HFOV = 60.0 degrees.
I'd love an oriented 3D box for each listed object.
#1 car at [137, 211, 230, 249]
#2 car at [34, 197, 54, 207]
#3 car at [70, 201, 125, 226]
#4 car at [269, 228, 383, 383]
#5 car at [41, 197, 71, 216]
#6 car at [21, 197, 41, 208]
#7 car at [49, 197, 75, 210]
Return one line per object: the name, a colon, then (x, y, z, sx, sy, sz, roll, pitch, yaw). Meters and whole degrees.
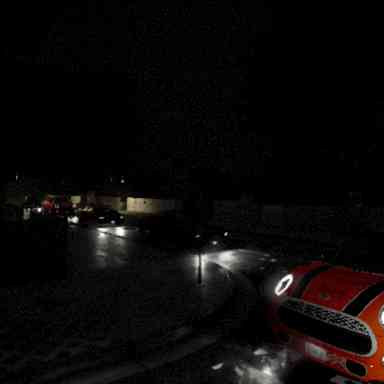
car: (-0.642, 1.589, 15.202, 2.033, 1.411, 5.357, 1, 0, -36)
car: (-22.779, 1.480, 51.116, 1.895, 1.301, 4.718, 1, 0, -36)
car: (-6.618, 1.537, 23.576, 2.033, 1.411, 5.357, 1, 0, -35)
car: (3.375, 1.421, 5.476, 4.553, 1.767, 2.097, 1, 0, -36)
car: (-12.692, 1.291, 32.103, 2.097, 1.767, 4.553, 1, 0, -35)
car: (-21.609, 1.342, 44.747, 1.994, 1.385, 4.181, 1, 0, -36)
car: (-16.778, 1.402, 42.799, 1.882, 1.535, 5.008, 1, 0, -35)
